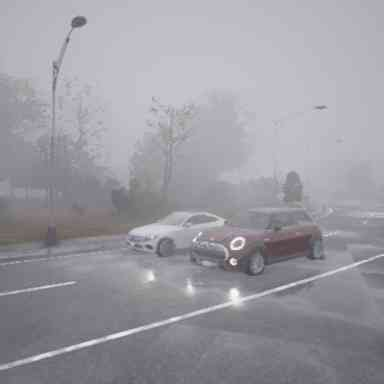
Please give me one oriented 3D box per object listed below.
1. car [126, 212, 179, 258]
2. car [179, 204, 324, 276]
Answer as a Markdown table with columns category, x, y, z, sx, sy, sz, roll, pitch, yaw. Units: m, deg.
| category | x | y | z | sx | sy | sz | roll | pitch | yaw |
| --- | --- | --- | --- | --- | --- | --- | --- | --- | --- |
| car | -0.264 | 1.486 | 12.878 | 4.674 | 1.442 | 1.812 | 0 | 0 | -40 |
| car | 2.117 | 1.308 | 10.364 | 4.553 | 1.767 | 2.097 | -1 | 0 | -40 |
